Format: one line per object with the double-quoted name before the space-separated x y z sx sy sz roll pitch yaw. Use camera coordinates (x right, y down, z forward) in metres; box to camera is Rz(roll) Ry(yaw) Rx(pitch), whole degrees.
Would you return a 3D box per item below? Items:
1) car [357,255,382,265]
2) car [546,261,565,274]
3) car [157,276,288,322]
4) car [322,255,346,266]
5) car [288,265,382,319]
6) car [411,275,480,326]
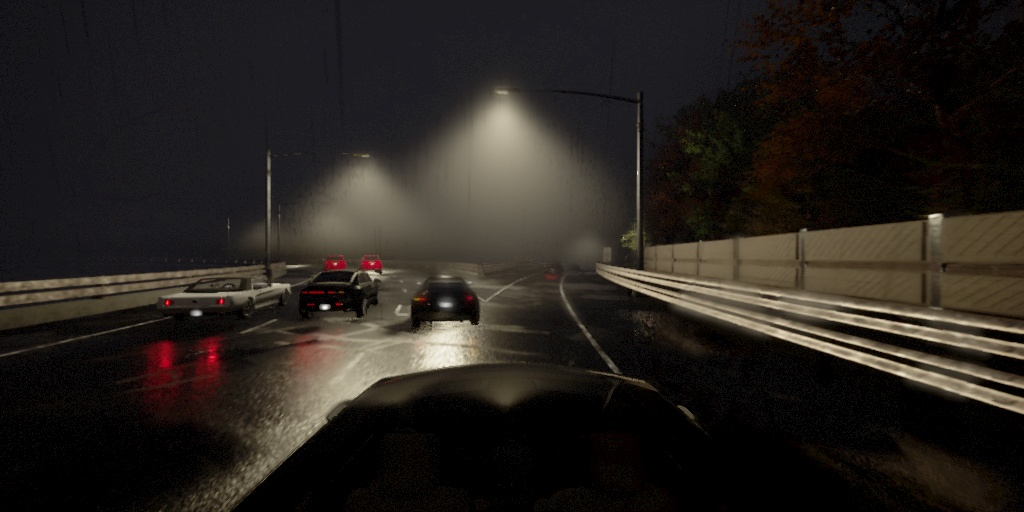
"car" -16.042 0.950 40.399 2.150 2.045 5.566 0 0 -27
"car" 5.077 1.281 41.953 1.837 1.490 4.892 0 0 13
"car" -9.401 1.334 12.323 1.895 1.301 4.718 0 0 -12
"car" -19.575 0.942 39.585 2.150 2.045 5.566 0 0 -27
"car" -5.987 1.246 12.892 1.837 1.490 4.892 0 0 -12
"car" -2.187 1.313 11.767 1.994 1.385 4.181 0 0 -11
